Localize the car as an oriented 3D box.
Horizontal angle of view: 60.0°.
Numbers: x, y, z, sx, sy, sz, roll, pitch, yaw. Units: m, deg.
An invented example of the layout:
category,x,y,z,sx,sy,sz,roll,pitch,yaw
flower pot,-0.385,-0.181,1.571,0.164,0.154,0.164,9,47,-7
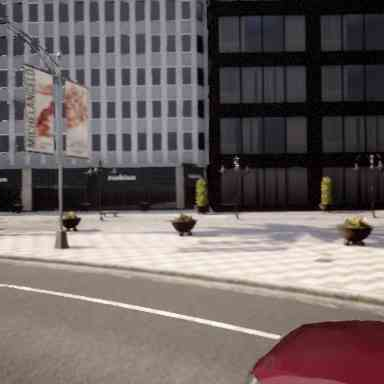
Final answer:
category,x,y,z,sx,sy,sz,roll,pitch,yaw
car,2.347,1.524,2.034,4.181,1.385,1.994,-1,0,36
